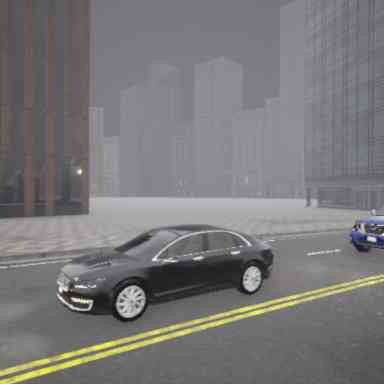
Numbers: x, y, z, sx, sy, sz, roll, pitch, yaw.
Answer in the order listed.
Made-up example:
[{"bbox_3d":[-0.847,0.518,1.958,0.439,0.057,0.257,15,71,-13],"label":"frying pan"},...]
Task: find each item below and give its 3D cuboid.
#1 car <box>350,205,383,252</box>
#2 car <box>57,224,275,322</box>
[{"bbox_3d":[8.607,1.309,12.928,5.566,2.045,2.150,1,0,-31],"label":"car"},{"bbox_3d":[-0.316,1.502,7.274,4.892,1.490,1.837,1,0,-34],"label":"car"}]
